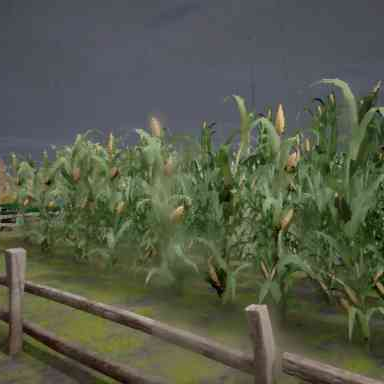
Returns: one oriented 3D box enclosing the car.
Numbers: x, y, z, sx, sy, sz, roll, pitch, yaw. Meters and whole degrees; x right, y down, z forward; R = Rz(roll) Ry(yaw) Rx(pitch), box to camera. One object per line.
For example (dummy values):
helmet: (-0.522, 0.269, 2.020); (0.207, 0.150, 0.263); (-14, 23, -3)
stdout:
car: (-12.021, 1.193, 25.187); (2.150, 2.045, 5.566); (0, 0, 36)
